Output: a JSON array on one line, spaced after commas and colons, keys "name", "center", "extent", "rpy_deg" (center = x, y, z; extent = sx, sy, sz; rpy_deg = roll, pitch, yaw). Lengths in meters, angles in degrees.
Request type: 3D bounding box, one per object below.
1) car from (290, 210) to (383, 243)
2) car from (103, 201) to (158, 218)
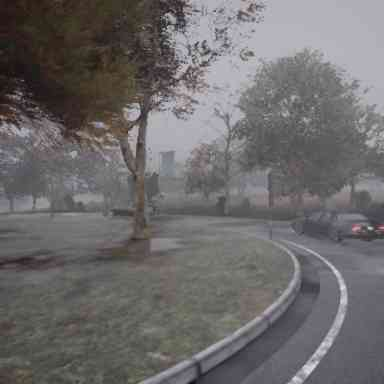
[{"name": "car", "center": [6.927, 1.581, 16.380], "extent": [2.033, 1.411, 5.357], "rpy_deg": [0, 0, -12]}, {"name": "car", "center": [-5.400, 1.532, 28.964], "extent": [4.902, 1.511, 2.128], "rpy_deg": [0, 0, 17]}]
